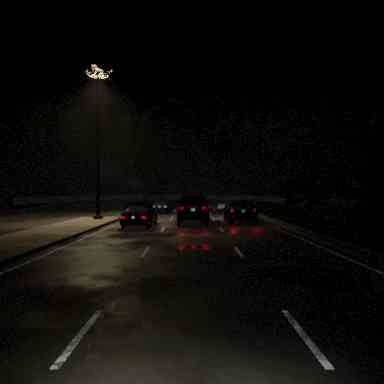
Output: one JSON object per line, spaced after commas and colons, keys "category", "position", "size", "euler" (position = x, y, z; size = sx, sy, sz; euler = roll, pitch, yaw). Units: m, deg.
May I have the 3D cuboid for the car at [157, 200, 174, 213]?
{"category": "car", "position": [-3.184, 1.547, 36.699], "size": [2.033, 1.411, 5.357], "euler": [0, 0, 3]}

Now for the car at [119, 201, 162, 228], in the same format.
{"category": "car", "position": [-3.433, 1.548, 22.066], "size": [2.033, 1.411, 5.357], "euler": [0, 0, 0]}

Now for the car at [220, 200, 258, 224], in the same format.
{"category": "car", "position": [3.582, 1.353, 25.141], "size": [2.097, 1.767, 4.553], "euler": [0, 0, 0]}

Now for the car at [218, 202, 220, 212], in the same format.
{"category": "car", "position": [3.933, 1.601, 38.115], "size": [1.895, 1.301, 4.718], "euler": [0, 0, 4]}

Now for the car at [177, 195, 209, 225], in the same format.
{"category": "car", "position": [0.079, 1.224, 24.211], "size": [2.150, 2.045, 5.566], "euler": [0, 0, 0]}

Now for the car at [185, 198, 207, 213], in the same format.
{"category": "car", "position": [0.517, 1.492, 38.923], "size": [2.128, 1.511, 4.902], "euler": [0, 0, 6]}
